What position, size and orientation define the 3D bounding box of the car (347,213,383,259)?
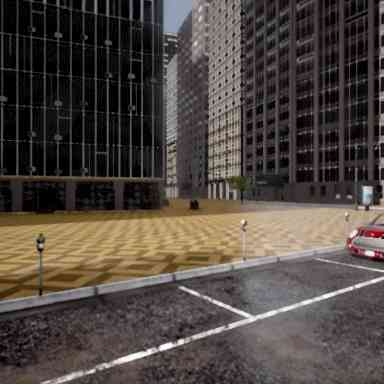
[{"bbox_3d":[7.280,1.429,11.746,4.097,1.590,1.967,0,0,-35],"label":"car"}]
